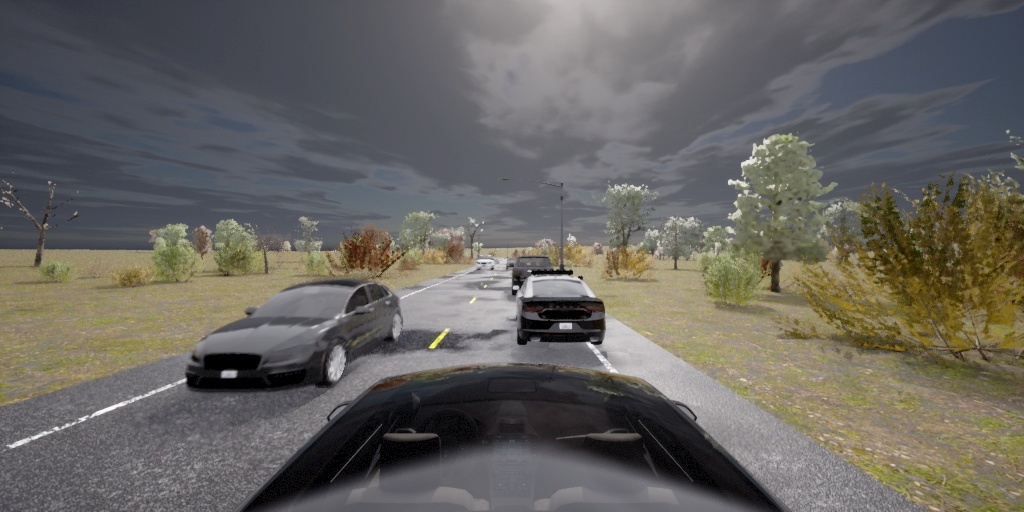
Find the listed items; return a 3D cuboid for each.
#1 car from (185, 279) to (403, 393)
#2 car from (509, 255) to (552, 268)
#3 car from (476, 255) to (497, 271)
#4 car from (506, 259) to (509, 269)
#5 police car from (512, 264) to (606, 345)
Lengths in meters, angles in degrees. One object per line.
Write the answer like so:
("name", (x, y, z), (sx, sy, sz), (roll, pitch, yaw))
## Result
("car", (-3.596, 1.252, 6.988), (1.837, 1.490, 4.892), (0, 0, 0))
("car", (1.060, 0.957, 19.536), (2.150, 2.045, 5.566), (0, 0, 0))
("car", (-3.574, 0.895, 48.241), (2.150, 2.045, 5.566), (0, 0, 0))
("car", (0.083, 1.209, 52.255), (2.033, 1.411, 5.357), (0, 0, 1))
("police car", (1.055, 1.170, 9.615), (1.930, 1.638, 5.238), (0, 0, 0))
